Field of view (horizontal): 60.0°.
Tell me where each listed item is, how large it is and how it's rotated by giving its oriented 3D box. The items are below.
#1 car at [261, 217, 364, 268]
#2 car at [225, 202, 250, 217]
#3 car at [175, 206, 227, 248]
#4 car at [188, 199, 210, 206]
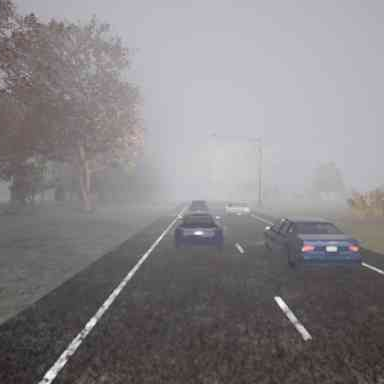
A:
[{"bbox_3d":[3.727,1.548,11.287,2.033,1.411,5.357,0,0,1],"label":"car"},{"bbox_3d":[4.119,1.595,30.715,1.895,1.301,4.718,0,0,1],"label":"car"},{"bbox_3d":[0.298,1.559,14.876,1.994,1.385,4.181,0,0,1],"label":"car"},{"bbox_3d":[0.651,1.495,32.196,1.837,1.490,4.892,0,0,1],"label":"car"}]
